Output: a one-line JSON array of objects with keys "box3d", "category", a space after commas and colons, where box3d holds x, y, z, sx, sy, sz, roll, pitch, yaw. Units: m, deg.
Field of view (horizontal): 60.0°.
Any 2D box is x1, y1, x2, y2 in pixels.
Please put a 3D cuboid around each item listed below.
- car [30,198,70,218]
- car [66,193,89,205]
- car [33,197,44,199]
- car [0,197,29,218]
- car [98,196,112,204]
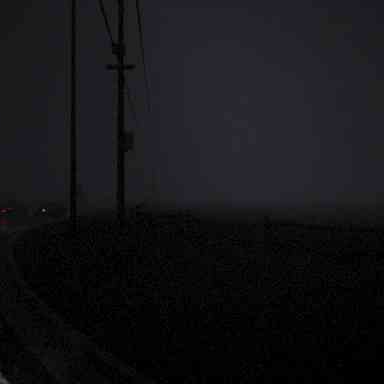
[{"box3d": [-12.842, 1.540, 30.326, 1.994, 1.385, 4.181, 0, 0, -6], "category": "car"}, {"box3d": [-18.837, 1.181, 55.854, 2.150, 2.045, 5.566, 0, 0, -5], "category": "car"}, {"box3d": [-25.938, 1.518, 56.580, 1.994, 1.385, 4.181, 0, 0, -5], "category": "car"}, {"box3d": [-16.350, 1.499, 29.955, 1.812, 1.442, 4.674, 0, 0, -5], "category": "car"}, {"box3d": [-15.764, 1.463, 60.467, 1.837, 1.490, 4.892, 0, 0, -6], "category": "car"}]
